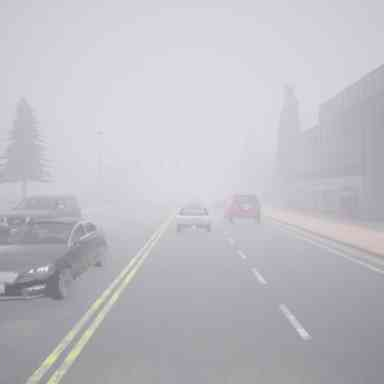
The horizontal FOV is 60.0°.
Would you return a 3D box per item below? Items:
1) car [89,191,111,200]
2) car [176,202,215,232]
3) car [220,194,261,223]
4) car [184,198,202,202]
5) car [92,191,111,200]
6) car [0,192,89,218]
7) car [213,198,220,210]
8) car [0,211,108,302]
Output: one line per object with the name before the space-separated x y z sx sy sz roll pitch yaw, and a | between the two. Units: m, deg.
car | -21.453 0.827 75.900 4.605 1.855 1.932 0 0 0
car | 0.103 1.516 19.551 1.895 1.301 4.718 0 0 0
car | 3.565 1.118 24.229 2.150 2.045 5.566 0 0 0
car | 0.099 1.364 37.303 1.812 1.442 4.674 0 0 0
car | -21.397 0.817 78.794 3.866 1.878 1.905 0 0 0
car | -6.997 1.153 15.882 2.150 2.045 5.566 0 0 0
car | 3.580 1.390 39.752 1.994 1.385 4.181 0 0 0
car | -3.505 1.456 8.388 2.128 1.511 4.902 0 0 0
